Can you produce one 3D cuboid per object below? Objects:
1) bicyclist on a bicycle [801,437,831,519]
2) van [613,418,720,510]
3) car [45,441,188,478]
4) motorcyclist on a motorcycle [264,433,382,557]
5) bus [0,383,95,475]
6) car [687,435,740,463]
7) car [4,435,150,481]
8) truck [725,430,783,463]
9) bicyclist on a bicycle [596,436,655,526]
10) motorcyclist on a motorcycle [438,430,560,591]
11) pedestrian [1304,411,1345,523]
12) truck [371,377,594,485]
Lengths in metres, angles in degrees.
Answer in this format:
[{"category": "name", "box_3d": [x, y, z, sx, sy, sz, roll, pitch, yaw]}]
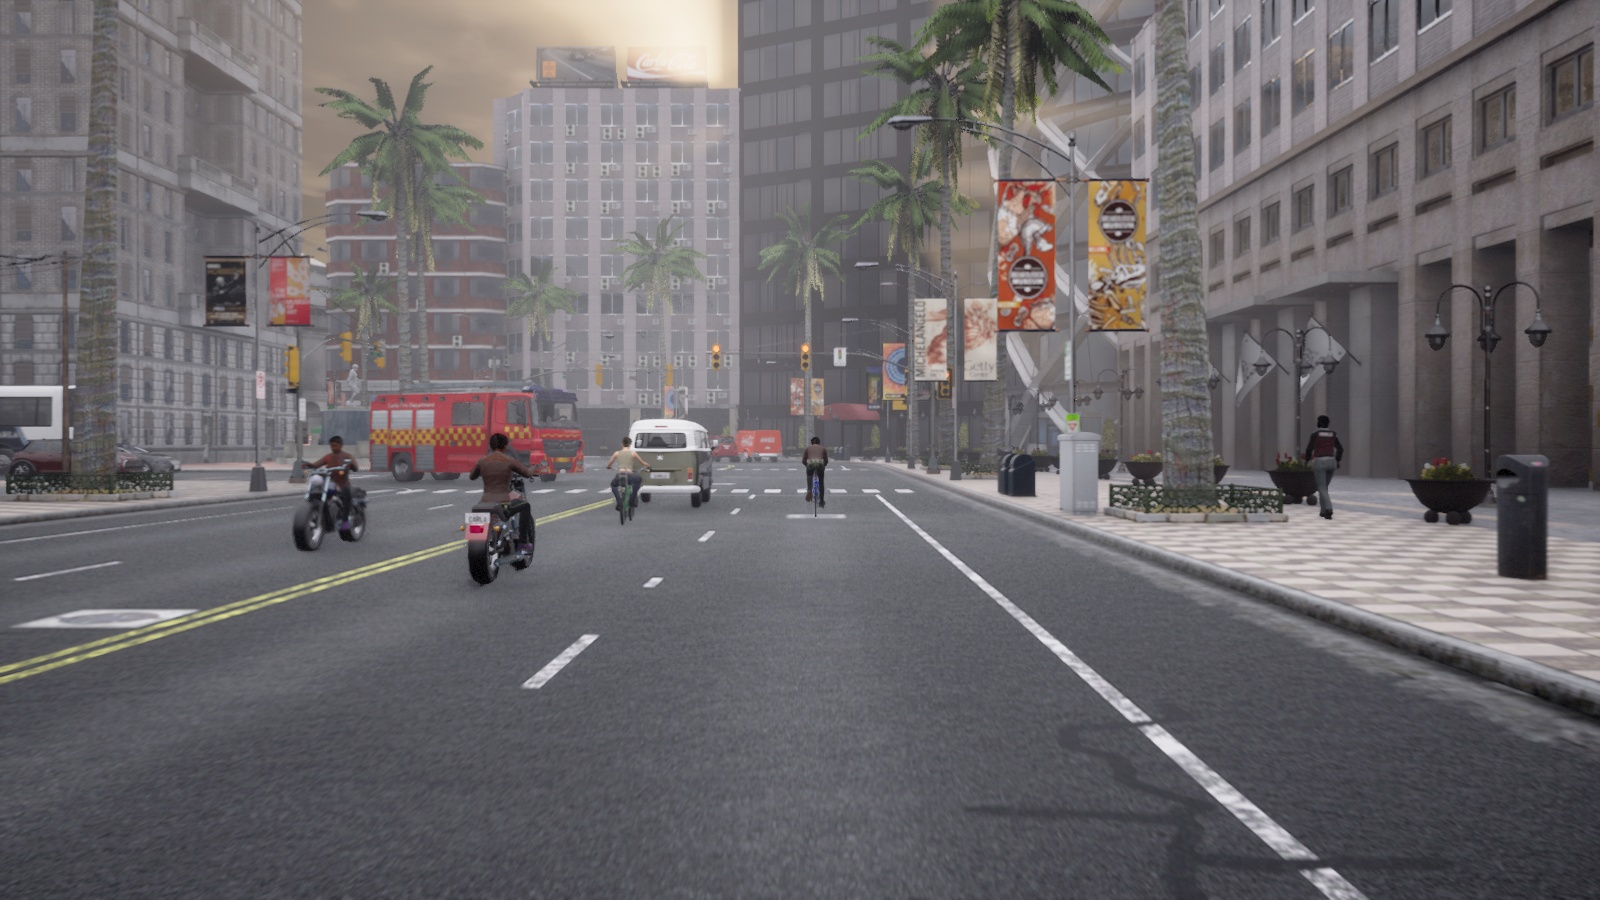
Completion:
[{"category": "bicyclist on a bicycle", "box_3d": [0.323, 0.555, 25.708, 0.582, 1.620, 1.656, 0, 0, 1]}, {"category": "van", "box_3d": [-3.119, 0.297, 30.191, 2.069, 2.038, 4.480, 0, 0, 0]}, {"category": "car", "box_3d": [-28.734, 0.380, 52.896, 4.902, 1.511, 2.128, 0, 0, 1]}, {"category": "motorcyclist on a motorcycle", "box_3d": [-6.767, 0.590, 17.954, 0.766, 1.649, 2.350, 0, 0, 1]}, {"category": "bus", "box_3d": [-39.890, -1.002, 59.986, 10.273, 4.253, 3.944, 0, 0, 1]}, {"category": "car", "box_3d": [-6.575, -0.076, 95.111, 2.150, 2.045, 5.566, 0, 0, -25]}, {"category": "car", "box_3d": [-28.376, 0.302, 49.397, 4.553, 1.767, 2.097, 0, 0, 1]}, {"category": "truck", "box_3d": [-3.573, -0.289, 96.900, 2.627, 2.467, 5.204, 0, 0, -26]}, {"category": "bicyclist on a bicycle", "box_3d": [-3.210, 0.548, 23.264, 0.866, 1.612, 1.509, 0, 1, 1]}, {"category": "motorcyclist on a motorcycle", "box_3d": [-3.314, 0.615, 14.056, 0.766, 1.649, 2.350, 0, 0, 1]}, {"category": "pedestrian", "box_3d": [9.202, 0.287, 22.033, 0.402, 1.930, 0.666, 0, 0, -4]}, {"category": "truck", "box_3d": [-12.127, -0.698, 47.711, 8.468, 3.827, 2.891, 0, 0, 29]}]
